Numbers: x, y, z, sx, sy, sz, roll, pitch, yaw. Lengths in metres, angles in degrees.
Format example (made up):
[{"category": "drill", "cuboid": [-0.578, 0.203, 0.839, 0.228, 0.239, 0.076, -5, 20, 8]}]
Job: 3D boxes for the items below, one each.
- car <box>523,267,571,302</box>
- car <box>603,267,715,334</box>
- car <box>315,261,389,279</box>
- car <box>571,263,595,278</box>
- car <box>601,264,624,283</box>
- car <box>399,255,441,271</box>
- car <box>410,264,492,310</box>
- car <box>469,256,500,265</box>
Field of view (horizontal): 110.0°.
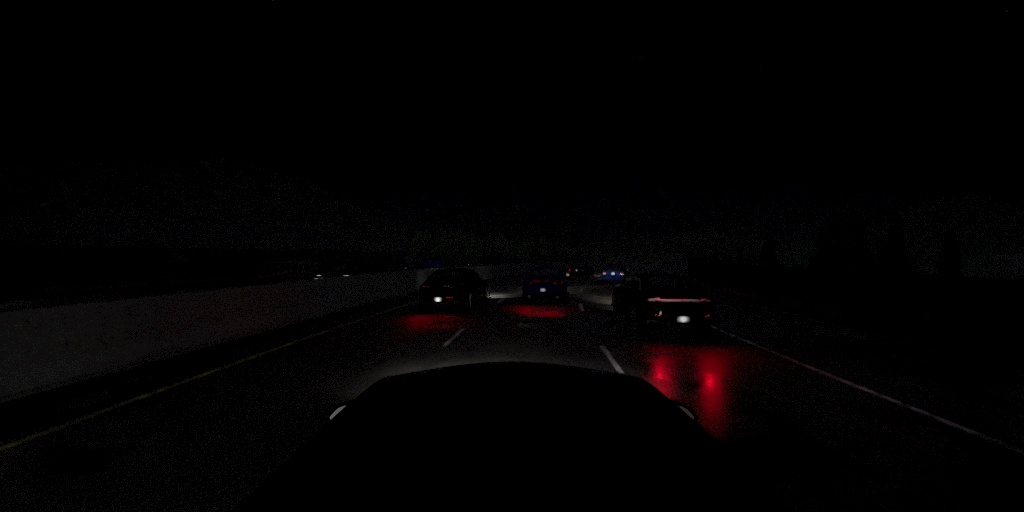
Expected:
[{"category": "car", "cuboid": [1.696, 1.242, 17.145, 1.882, 1.535, 5.008, 0, 0, 10]}, {"category": "car", "cuboid": [4.274, 1.264, 10.785, 2.128, 1.511, 4.902, 0, 0, 6]}, {"category": "car", "cuboid": [-8.661, 1.076, 19.746, 2.097, 1.767, 4.553, 0, 0, 12]}, {"category": "car", "cuboid": [6.794, 1.337, 34.789, 2.033, 1.411, 5.357, 1, 0, 22]}, {"category": "car", "cuboid": [8.180, 1.344, 28.518, 2.033, 1.411, 5.357, 0, 0, 19]}, {"category": "car", "cuboid": [-10.118, 0.952, 39.982, 2.150, 2.045, 5.566, 0, 0, 21]}, {"category": "car", "cuboid": [-2.233, 1.252, 14.816, 1.837, 1.490, 4.892, 0, 0, 8]}, {"category": "car", "cuboid": [-3.511, 0.985, 46.426, 2.150, 2.045, 5.566, 0, 0, 26]}]
